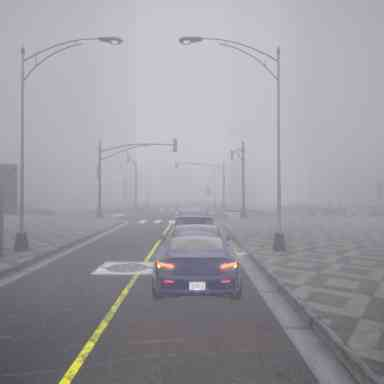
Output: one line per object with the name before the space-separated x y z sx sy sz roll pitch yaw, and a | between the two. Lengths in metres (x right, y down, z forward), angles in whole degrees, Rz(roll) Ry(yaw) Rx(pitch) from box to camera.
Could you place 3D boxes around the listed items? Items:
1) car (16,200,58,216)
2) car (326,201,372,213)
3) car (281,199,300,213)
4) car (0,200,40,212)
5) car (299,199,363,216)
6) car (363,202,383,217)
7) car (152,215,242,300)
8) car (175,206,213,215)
car | -14.583 1.437 29.667 4.829 1.417 1.752 0 -1 0
car | 18.010 1.694 38.293 4.403 1.369 2.008 0 -1 0
car | 12.340 1.563 38.277 4.097 1.590 1.967 0 -1 0
car | -20.151 1.580 38.173 4.403 1.369 2.008 0 -1 0
car | 12.337 1.544 29.751 4.403 1.369 2.008 0 -1 0
car | 18.007 1.579 29.769 4.313 1.339 1.947 0 -1 0
car | 0.105 1.528 8.292 1.812 1.442 4.674 0 0 0
car | 0.103 1.483 17.630 1.882 1.535 5.008 0 0 0
